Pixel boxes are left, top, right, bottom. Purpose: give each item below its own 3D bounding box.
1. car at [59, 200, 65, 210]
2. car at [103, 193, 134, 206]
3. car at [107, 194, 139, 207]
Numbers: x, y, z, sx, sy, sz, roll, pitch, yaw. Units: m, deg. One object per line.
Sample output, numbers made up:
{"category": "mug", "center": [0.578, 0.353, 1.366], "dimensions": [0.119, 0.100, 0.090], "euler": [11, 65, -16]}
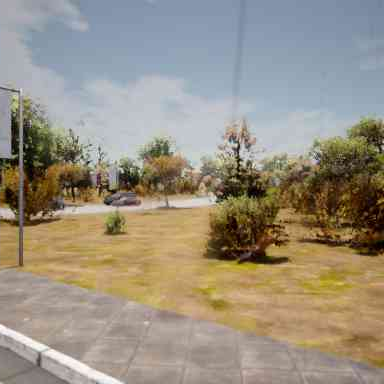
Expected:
{"category": "car", "center": [-17.740, 1.347, 39.946], "dimensions": [2.097, 1.767, 4.553], "euler": [0, 0, 39]}
{"category": "car", "center": [-11.522, 1.117, 53.284], "dimensions": [2.150, 2.045, 5.566], "euler": [0, 1, 39]}
{"category": "car", "center": [-9.811, 1.439, 49.830], "dimensions": [1.812, 1.442, 4.674], "euler": [0, 1, 39]}
